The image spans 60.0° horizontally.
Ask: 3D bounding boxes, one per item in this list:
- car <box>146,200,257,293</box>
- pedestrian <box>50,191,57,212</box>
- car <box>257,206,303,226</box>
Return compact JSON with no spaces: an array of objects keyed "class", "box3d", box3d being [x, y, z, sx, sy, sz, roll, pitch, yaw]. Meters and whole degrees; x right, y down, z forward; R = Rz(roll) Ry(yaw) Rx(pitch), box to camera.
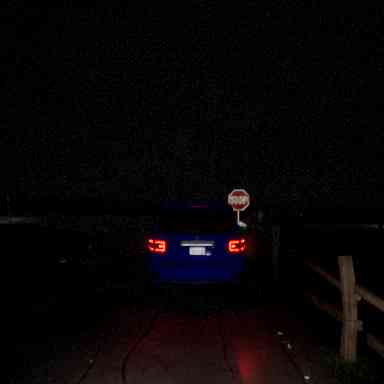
[{"class":"car","box3d":[0.083,1.214,8.992,2.150,2.045,5.566,0,0,0]},{"class":"pedestrian","box3d":[-12.080,0.778,28.947,0.375,1.860,0.375,0,1,0]},{"class":"car","box3d":[6.180,1.754,25.126,4.181,1.385,1.994,1,3,-10]}]
